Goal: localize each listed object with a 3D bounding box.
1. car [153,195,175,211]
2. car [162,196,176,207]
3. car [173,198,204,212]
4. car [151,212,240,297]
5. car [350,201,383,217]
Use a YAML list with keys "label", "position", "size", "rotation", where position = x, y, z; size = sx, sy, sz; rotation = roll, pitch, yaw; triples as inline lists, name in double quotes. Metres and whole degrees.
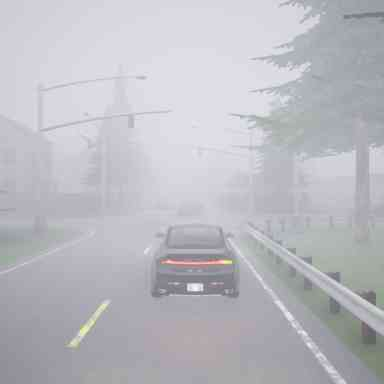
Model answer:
- label: "car"
  position: [-3.525, 1.505, 41.726]
  size: [1.837, 1.490, 4.892]
  rotation: [0, 0, 0]
- label: "car"
  position: [-3.502, 1.478, 52.168]
  size: [1.882, 1.535, 5.008]
  rotation: [0, 0, 0]
- label: "car"
  position: [-0.106, 1.563, 31.765]
  size: [1.994, 1.385, 4.181]
  rotation: [0, 0, 12]
- label: "car"
  position: [0.078, 1.505, 8.533]
  size: [1.837, 1.490, 4.892]
  rotation: [0, 0, 0]
- label: "car"
  position: [15.326, 1.490, 26.742]
  size: [4.892, 1.490, 1.837]
  rotation: [0, 0, 0]
